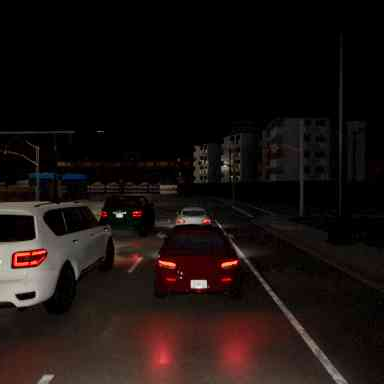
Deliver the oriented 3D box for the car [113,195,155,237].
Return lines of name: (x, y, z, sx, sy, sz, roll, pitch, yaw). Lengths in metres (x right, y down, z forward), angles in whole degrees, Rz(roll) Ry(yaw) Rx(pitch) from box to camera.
car: (-3.359, 1.186, 18.132, 2.150, 2.045, 5.566, 0, 0, 0)

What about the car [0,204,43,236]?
car: (-10.480, 1.481, 19.020, 1.812, 1.442, 4.674, 0, 0, 0)

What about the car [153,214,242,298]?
car: (0.117, 1.525, 8.417, 1.812, 1.442, 4.674, 0, 0, 0)

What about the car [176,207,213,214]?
car: (0.108, 1.497, 17.504, 1.812, 1.442, 4.674, 0, 0, 1)

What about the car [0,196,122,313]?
car: (-3.386, 1.221, 7.773, 2.150, 2.045, 5.566, 0, 0, 0)
